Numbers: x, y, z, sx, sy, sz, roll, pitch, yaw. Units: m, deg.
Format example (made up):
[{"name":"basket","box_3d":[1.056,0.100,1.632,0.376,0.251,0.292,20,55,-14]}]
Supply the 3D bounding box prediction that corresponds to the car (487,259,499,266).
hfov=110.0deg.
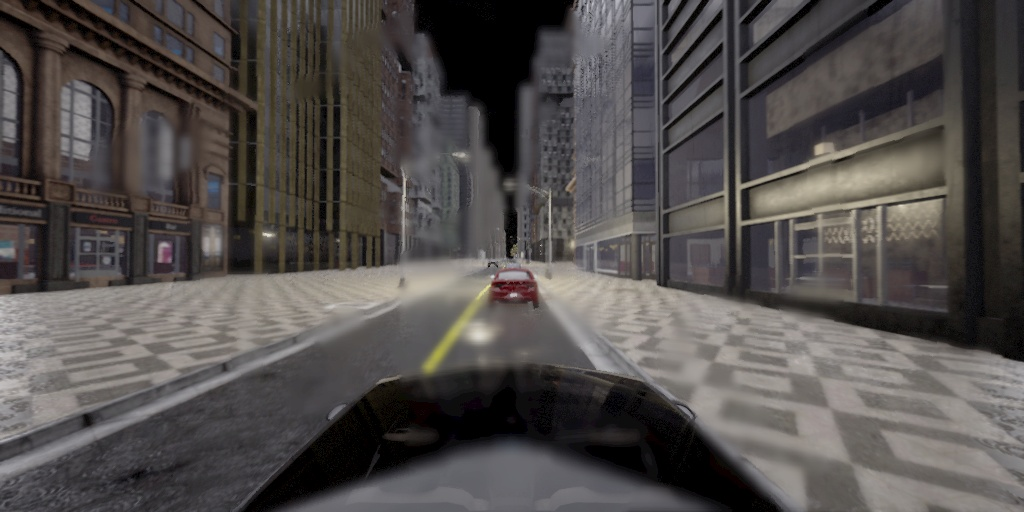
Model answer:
[{"name":"car","box_3d":[-2.989,1.206,58.021,2.033,1.411,5.357,0,0,0]}]

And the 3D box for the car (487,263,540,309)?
[{"name":"car","box_3d":[0.101,1.246,15.205,1.882,1.535,5.008,0,0,0]}]
